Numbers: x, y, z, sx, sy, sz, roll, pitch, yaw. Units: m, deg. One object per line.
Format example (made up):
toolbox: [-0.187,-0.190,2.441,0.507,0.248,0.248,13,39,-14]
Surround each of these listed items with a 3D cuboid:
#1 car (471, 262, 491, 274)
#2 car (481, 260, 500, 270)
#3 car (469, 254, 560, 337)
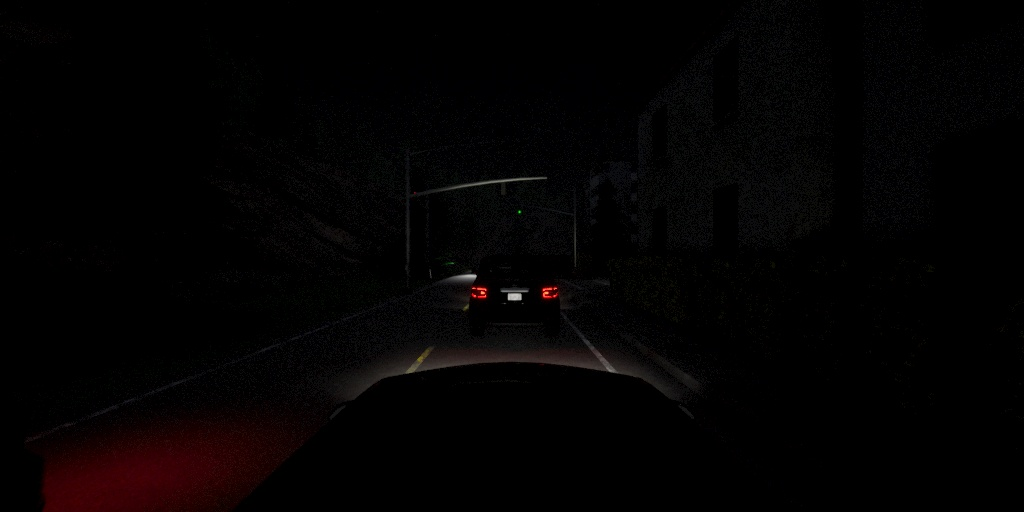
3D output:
car: [-3.590,1.351,42.081,1.895,1.301,4.718,0,0,1]
car: [-3.062,1.275,52.121,1.812,1.442,4.674,0,0,8]
car: [0.065,0.971,10.383,2.150,2.045,5.566,0,0,0]
